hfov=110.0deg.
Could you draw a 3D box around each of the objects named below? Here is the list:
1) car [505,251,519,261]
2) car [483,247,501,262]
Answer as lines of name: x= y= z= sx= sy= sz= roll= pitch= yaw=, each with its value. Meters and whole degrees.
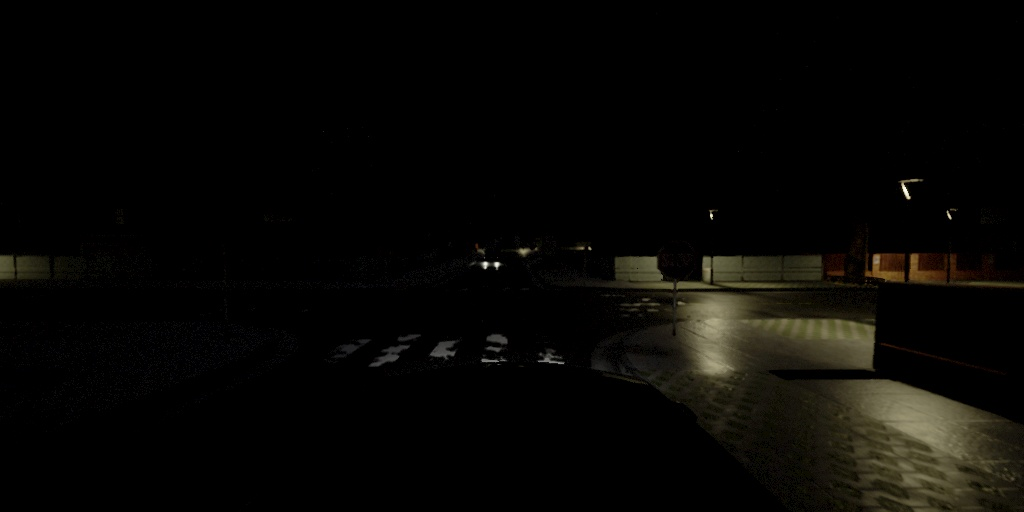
car: x=-0.043 y=0.006 z=51.541 sx=2.033 sy=1.411 sz=5.357 roll=0 pitch=2 yaw=1
car: x=-2.823 y=-0.313 z=51.339 sx=2.150 sy=2.045 sz=5.566 roll=0 pitch=2 yaw=0
